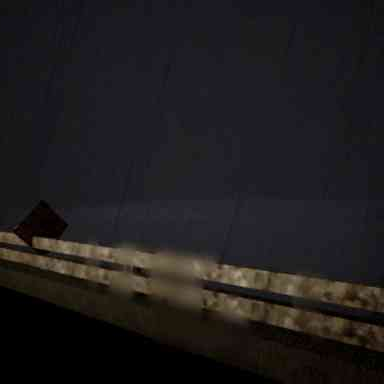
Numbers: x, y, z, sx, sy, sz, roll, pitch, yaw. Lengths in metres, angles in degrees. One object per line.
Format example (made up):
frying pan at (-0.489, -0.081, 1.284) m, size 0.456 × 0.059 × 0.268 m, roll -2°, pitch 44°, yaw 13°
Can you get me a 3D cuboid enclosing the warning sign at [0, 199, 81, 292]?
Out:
warning sign at (-3.437, 1.105, 7.615) m, size 1.060 × 1.860 × 1.300 m, roll -1°, pitch 0°, yaw 36°
